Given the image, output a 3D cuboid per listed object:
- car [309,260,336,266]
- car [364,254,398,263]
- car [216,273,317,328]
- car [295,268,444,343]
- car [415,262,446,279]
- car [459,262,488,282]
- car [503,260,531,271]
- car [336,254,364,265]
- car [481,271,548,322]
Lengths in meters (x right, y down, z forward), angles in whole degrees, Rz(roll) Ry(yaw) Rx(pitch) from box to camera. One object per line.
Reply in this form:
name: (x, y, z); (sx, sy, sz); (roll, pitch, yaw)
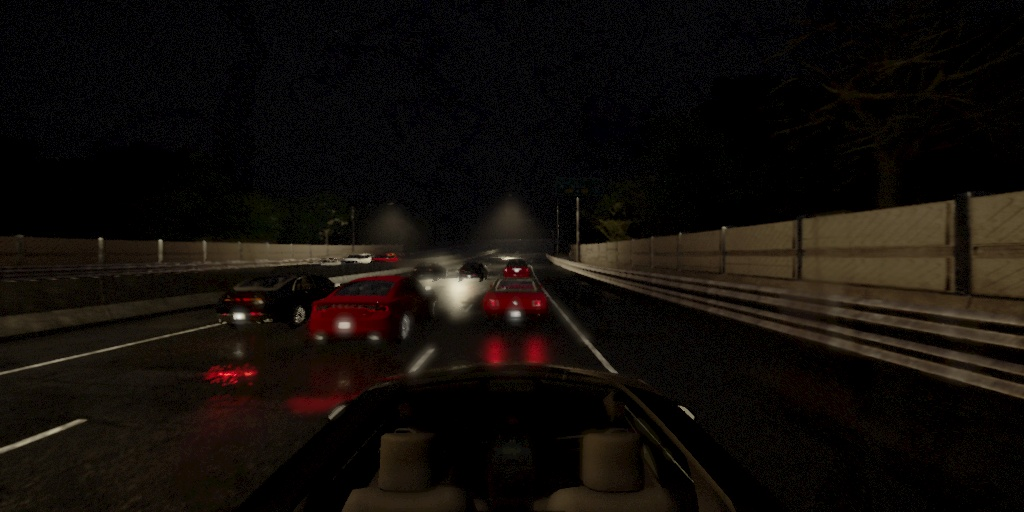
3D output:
car: (-23.768, 1.111, 45.657); (1.895, 1.301, 4.718); (0, 1, 2)
car: (-16.718, 0.716, 46.808); (2.150, 2.045, 5.566); (0, 1, 2)
car: (-6.872, 1.287, 11.501); (1.837, 1.490, 4.892); (0, 0, 1)
car: (-3.393, 1.258, 9.804); (1.882, 1.535, 5.008); (0, 0, 1)
car: (-6.592, 1.218, 28.857); (2.128, 1.511, 4.902); (0, 0, 1)
car: (-3.089, 1.233, 29.023); (1.837, 1.490, 4.892); (0, 1, 1)
car: (0.401, 1.085, 28.511); (2.097, 1.767, 4.553); (0, 0, 1)
car: (-20.211, 0.715, 46.909); (2.150, 2.045, 5.566); (0, 1, 3)
car: (0.142, 1.388, 12.512); (1.895, 1.301, 4.718); (0, 0, 1)
